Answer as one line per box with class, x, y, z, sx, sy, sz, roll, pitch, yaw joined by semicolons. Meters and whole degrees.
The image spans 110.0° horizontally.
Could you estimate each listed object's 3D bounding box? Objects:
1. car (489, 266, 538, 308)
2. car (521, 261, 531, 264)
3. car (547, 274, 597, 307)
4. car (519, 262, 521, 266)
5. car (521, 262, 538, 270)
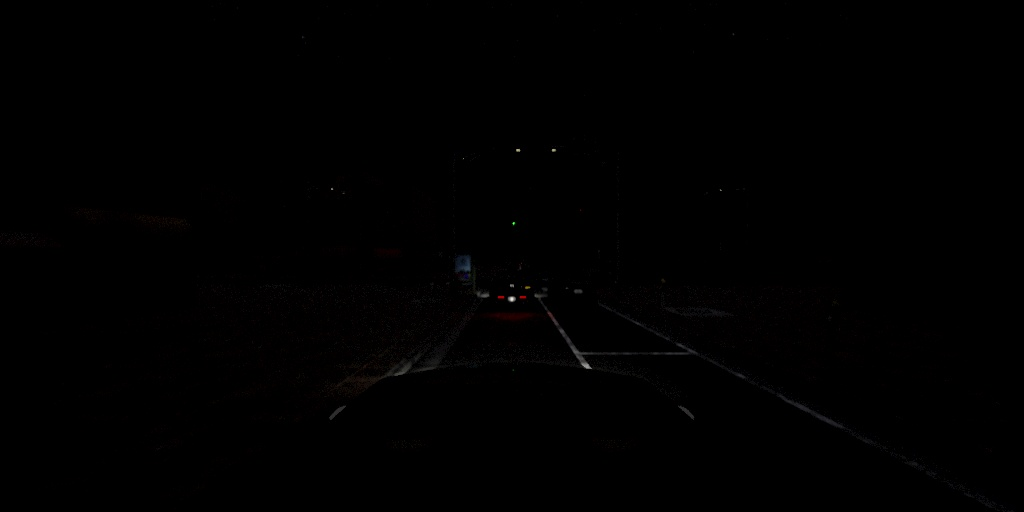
car;0.014;1.403;16.147;1.837;1.490;4.892;0;0;0
car;2.639;1.890;54.357;1.751;1.417;4.829;0;0;0
car;2.638;1.461;16.229;1.948;1.339;4.313;0;0;0
car;2.640;1.993;59.638;2.007;1.370;4.403;0;0;0
car;2.639;1.840;48.739;2.007;1.370;4.403;0;0;0
